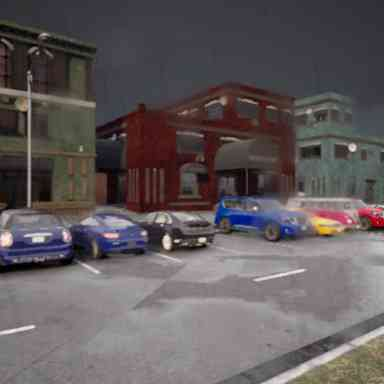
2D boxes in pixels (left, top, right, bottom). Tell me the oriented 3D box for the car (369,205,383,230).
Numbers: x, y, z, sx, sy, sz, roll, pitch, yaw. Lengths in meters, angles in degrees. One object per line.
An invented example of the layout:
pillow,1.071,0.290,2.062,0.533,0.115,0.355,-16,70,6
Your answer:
car,10.324,1.384,22.318,2.435,2.045,5.566,1,0,-35

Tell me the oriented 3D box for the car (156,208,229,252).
car,-1.008,1.511,14.276,2.231,1.521,4.892,1,0,-35

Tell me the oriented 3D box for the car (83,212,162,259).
car,-3.273,1.528,12.667,2.002,1.452,4.674,1,0,-35

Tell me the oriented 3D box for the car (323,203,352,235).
car,5.887,1.579,18.966,1.946,1.575,5.366,1,0,-35

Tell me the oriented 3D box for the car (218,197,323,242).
car,3.535,1.305,17.483,2.435,2.045,5.566,1,0,-35

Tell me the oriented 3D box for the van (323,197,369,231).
van,8.113,1.383,20.635,1.878,1.987,4.442,1,0,-35

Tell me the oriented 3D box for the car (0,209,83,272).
car,-5.520,1.343,11.033,2.185,1.767,4.553,1,0,-35
